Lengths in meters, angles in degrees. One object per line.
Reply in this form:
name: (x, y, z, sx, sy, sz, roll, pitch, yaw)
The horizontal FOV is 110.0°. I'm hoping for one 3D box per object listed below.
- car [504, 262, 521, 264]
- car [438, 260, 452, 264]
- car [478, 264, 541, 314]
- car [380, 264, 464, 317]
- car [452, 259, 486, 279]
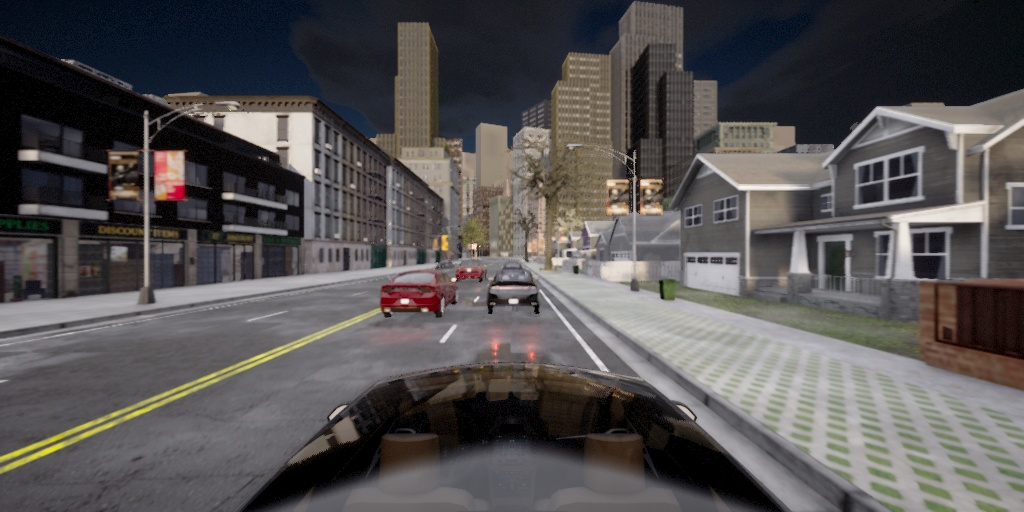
car: (0.065, 1.237, 29.159, 2.128, 1.511, 4.902, 0, 0, 0)
car: (-9.825, 1.291, 53.018, 1.994, 1.385, 4.181, 0, 0, 0)
car: (0.066, 1.239, 13.883, 2.128, 1.511, 4.902, 0, 0, 0)
car: (-3.188, 1.225, 13.199, 1.882, 1.535, 5.008, 0, 0, 0)
car: (-3.185, 1.095, 28.880, 2.097, 1.767, 4.553, 0, 0, 0)
